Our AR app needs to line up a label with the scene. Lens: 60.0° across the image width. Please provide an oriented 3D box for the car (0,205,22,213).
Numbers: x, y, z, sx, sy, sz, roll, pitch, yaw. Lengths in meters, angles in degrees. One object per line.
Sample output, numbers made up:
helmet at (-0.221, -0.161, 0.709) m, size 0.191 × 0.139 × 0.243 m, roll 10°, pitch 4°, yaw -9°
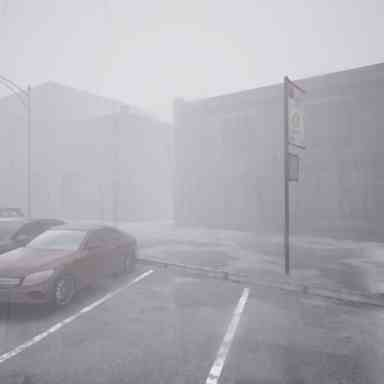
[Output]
car at (-7.756, 1.366, 11.680) m, size 2.185 × 1.767 × 4.553 m, roll 1°, pitch -1°, yaw 16°

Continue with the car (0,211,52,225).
car at (-5.337, 1.517, 9.872) m, size 2.163 × 1.488 × 4.792 m, roll 1°, pitch -1°, yaw 16°

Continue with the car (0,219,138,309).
car at (-2.888, 1.527, 8.154) m, size 2.002 × 1.452 × 4.674 m, roll 1°, pitch -1°, yaw 16°
